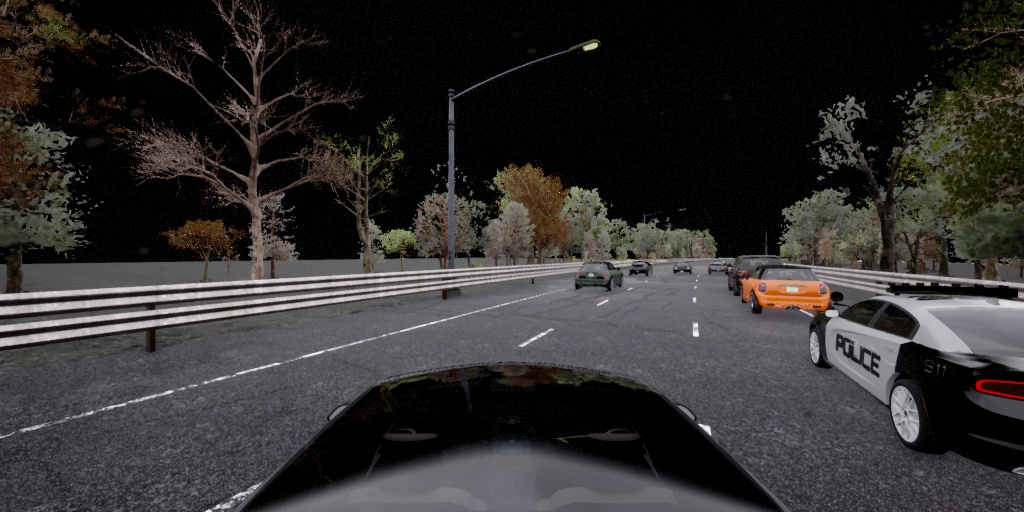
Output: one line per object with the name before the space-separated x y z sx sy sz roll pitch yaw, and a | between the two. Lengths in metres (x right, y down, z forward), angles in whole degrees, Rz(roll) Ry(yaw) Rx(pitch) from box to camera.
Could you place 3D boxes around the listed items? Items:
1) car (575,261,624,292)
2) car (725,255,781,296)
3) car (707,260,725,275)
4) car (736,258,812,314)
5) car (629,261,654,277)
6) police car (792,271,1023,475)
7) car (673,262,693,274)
car | 5.412 1.105 21.892 2.097 1.767 4.553 0 0 27
car | 12.711 0.978 18.753 2.150 2.045 5.566 0 0 27
car | 22.585 1.262 39.278 2.128 1.511 4.902 0 0 30
car | 9.979 1.102 13.428 2.097 1.767 4.553 0 0 27
car | 13.297 1.267 36.744 1.837 1.490 4.892 0 0 29
police car | 5.624 1.175 4.721 1.930 1.638 5.238 0 0 26
car | 19.473 1.370 40.755 1.895 1.301 4.718 0 0 29
